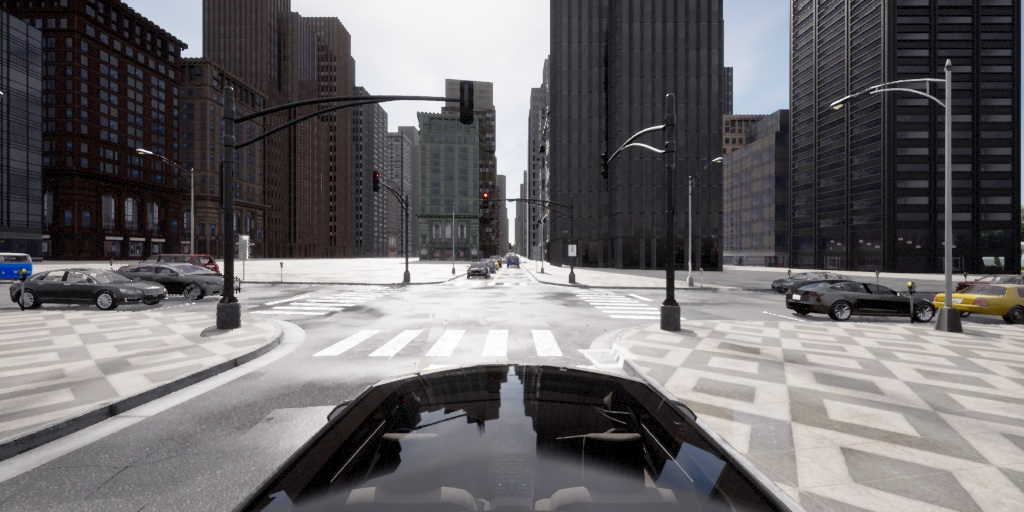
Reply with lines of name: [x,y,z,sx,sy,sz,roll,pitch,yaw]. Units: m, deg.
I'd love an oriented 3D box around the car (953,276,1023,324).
car: [17.956,1.571,12.668,4.829,1.417,1.751,0,0,0]

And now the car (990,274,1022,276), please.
car: [29.095,1.766,21.174,4.507,1.381,1.888,0,0,0]

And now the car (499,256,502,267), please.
car: [-2.949,0.973,63.177,2.150,2.045,5.566,0,0,1]

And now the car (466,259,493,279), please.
car: [-3.052,1.255,33.224,1.837,1.490,4.892,0,0,0]

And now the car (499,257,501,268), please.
car: [-3.013,1.228,52.476,1.882,1.535,5.008,0,0,0]

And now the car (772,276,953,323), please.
car: [12.143,1.524,12.678,4.313,1.339,1.948,0,0,0]

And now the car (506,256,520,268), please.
car: [0.191,0.971,62.450,2.150,2.045,5.566,0,0,0]

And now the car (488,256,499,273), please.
car: [-3.035,1.102,42.277,2.097,1.767,4.553,0,0,0]

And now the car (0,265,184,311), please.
car: [-14.764,1.116,12.629,4.403,1.370,2.007,0,0,0]

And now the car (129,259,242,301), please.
car: [-14.368,1.060,15.384,4.902,1.511,2.128,1,0,0]

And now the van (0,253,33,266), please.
van: [-31.116,0.680,21.183,3.998,1.789,1.690,0,0,0]

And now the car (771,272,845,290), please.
car: [17.809,1.591,21.193,4.403,1.370,2.007,0,0,0]

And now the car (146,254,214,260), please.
car: [-20.197,0.799,21.164,5.009,1.841,2.192,0,0,0]
